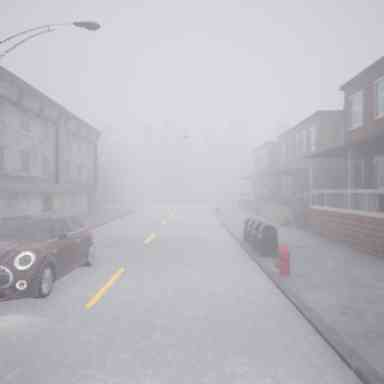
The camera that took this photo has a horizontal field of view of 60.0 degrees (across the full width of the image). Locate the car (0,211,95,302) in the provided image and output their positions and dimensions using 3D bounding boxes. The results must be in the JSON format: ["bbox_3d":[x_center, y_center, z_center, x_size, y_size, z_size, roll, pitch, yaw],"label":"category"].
[{"bbox_3d":[-4.063,1.354,8.429,2.097,1.767,4.553,0,0,0],"label":"car"}]
